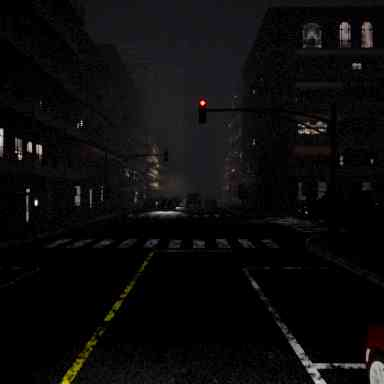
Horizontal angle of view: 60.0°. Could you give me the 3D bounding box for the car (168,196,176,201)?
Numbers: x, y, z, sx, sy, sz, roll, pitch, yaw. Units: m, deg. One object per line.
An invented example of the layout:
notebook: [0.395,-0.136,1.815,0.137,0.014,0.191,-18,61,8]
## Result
car: [-5.435,1.632,89.520,1.802,1.307,4.206,-1,0,0]

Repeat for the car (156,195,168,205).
car: [-5.518,1.462,61.881,1.967,1.590,4.097,-1,0,0]

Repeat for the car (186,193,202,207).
car: [0.252,1.235,51.266,2.150,2.045,5.566,0,0,0]

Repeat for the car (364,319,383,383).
car: [2.687,1.544,1.796,1.887,1.381,4.507,0,0,0]

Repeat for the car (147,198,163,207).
car: [-5.549,1.580,50.824,1.947,1.339,4.313,0,0,0]

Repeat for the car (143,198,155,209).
car: [-5.565,1.561,45.297,2.008,1.369,4.403,0,0,0]

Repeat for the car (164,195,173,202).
car: [-5.468,1.563,78.294,1.752,1.417,4.829,-1,0,0]

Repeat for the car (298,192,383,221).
car: [10.857,1.012,24.890,5.566,2.045,2.150,-1,0,3]

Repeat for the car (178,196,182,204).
car: [-2.949,1.577,50.945,1.994,1.385,4.181,0,0,0]

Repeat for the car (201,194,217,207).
car: [2.830,1.454,50.795,1.967,1.590,4.097,-1,0,0]

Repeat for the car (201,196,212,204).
car: [2.880,1.578,67.378,2.008,1.369,4.403,-1,0,0]

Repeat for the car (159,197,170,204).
car: [-5.500,1.609,67.409,1.802,1.307,4.206,-1,0,0]

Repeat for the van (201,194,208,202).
van: [2.911,1.379,78.434,1.690,1.788,3.998,-1,0,0]

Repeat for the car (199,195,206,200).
car: [2.961,1.602,95.018,1.887,1.381,4.507,-1,0,0]

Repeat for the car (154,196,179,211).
car: [-2.978,1.571,40.047,1.994,1.385,4.181,0,0,1]
